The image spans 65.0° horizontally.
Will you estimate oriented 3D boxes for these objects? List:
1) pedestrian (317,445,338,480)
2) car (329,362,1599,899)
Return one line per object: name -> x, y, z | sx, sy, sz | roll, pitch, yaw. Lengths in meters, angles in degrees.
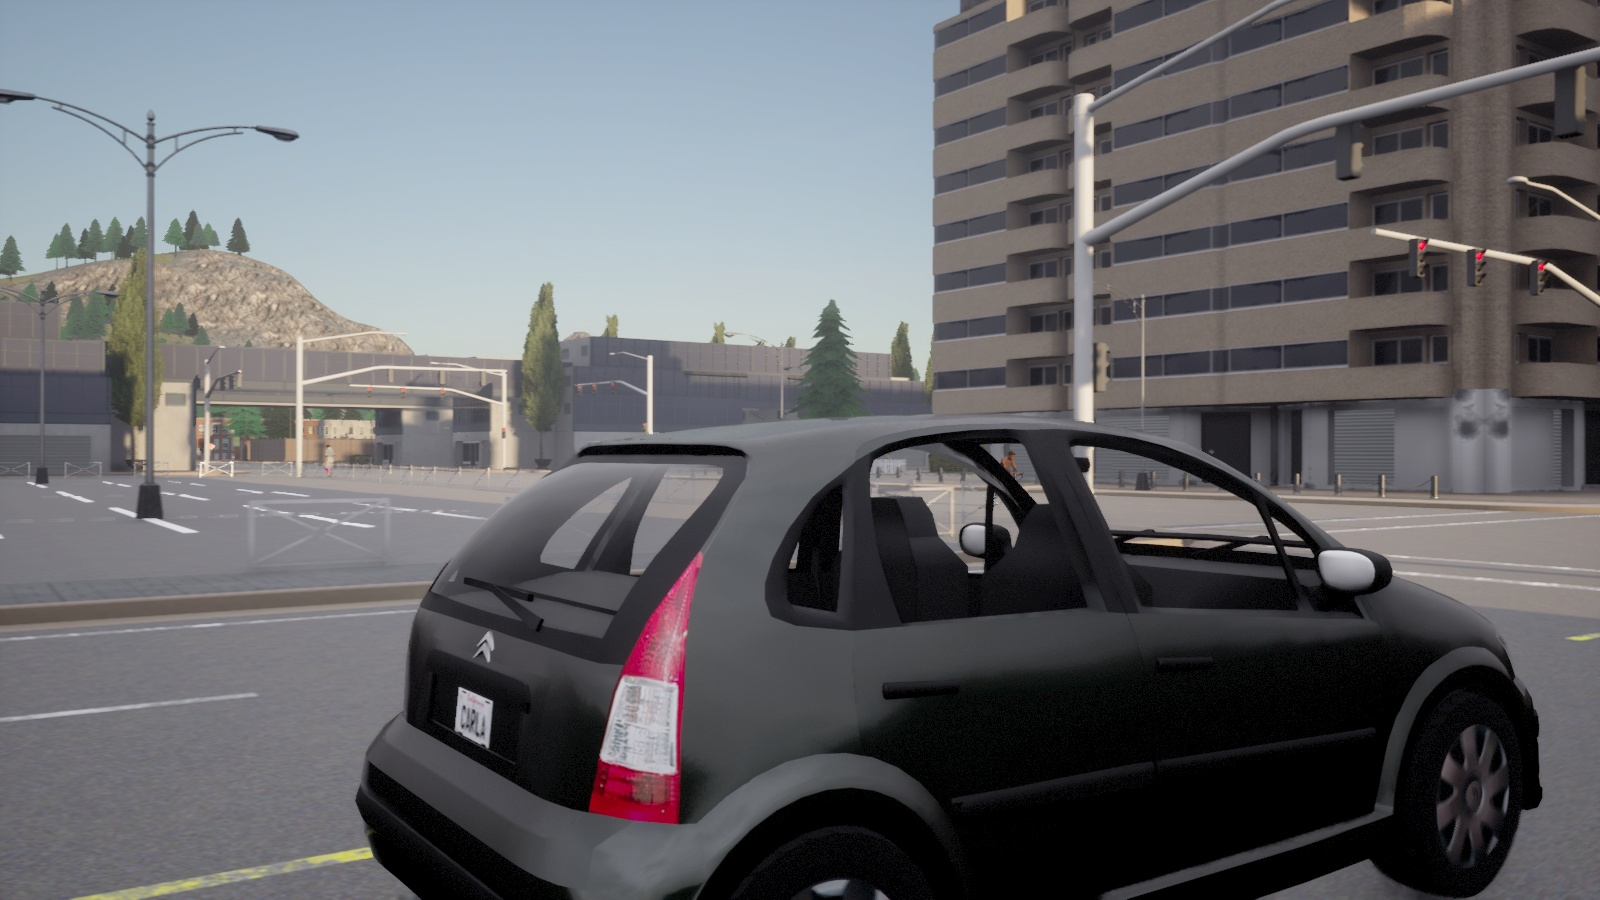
pedestrian -> -26.376, 0.681, 70.064 | 0.873, 1.952, 0.659 | 0, 0, 23
car -> 0.741, 0.652, 4.175 | 3.988, 1.617, 1.851 | 0, 0, -35
